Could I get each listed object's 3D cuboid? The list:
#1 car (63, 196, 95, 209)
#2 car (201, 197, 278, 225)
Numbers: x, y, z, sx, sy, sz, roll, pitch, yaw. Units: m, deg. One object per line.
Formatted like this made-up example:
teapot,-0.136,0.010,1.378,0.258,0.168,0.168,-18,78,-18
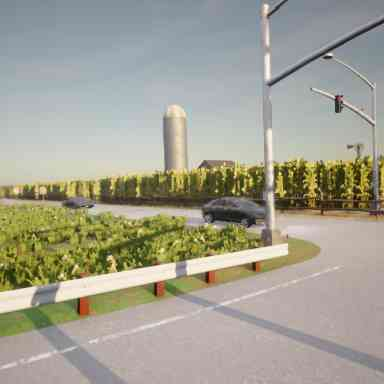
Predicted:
car,-12.621,1.200,36.593,2.033,1.411,5.357,-3,2,-40
car,2.498,1.075,18.494,1.837,1.490,4.892,-3,2,-37
